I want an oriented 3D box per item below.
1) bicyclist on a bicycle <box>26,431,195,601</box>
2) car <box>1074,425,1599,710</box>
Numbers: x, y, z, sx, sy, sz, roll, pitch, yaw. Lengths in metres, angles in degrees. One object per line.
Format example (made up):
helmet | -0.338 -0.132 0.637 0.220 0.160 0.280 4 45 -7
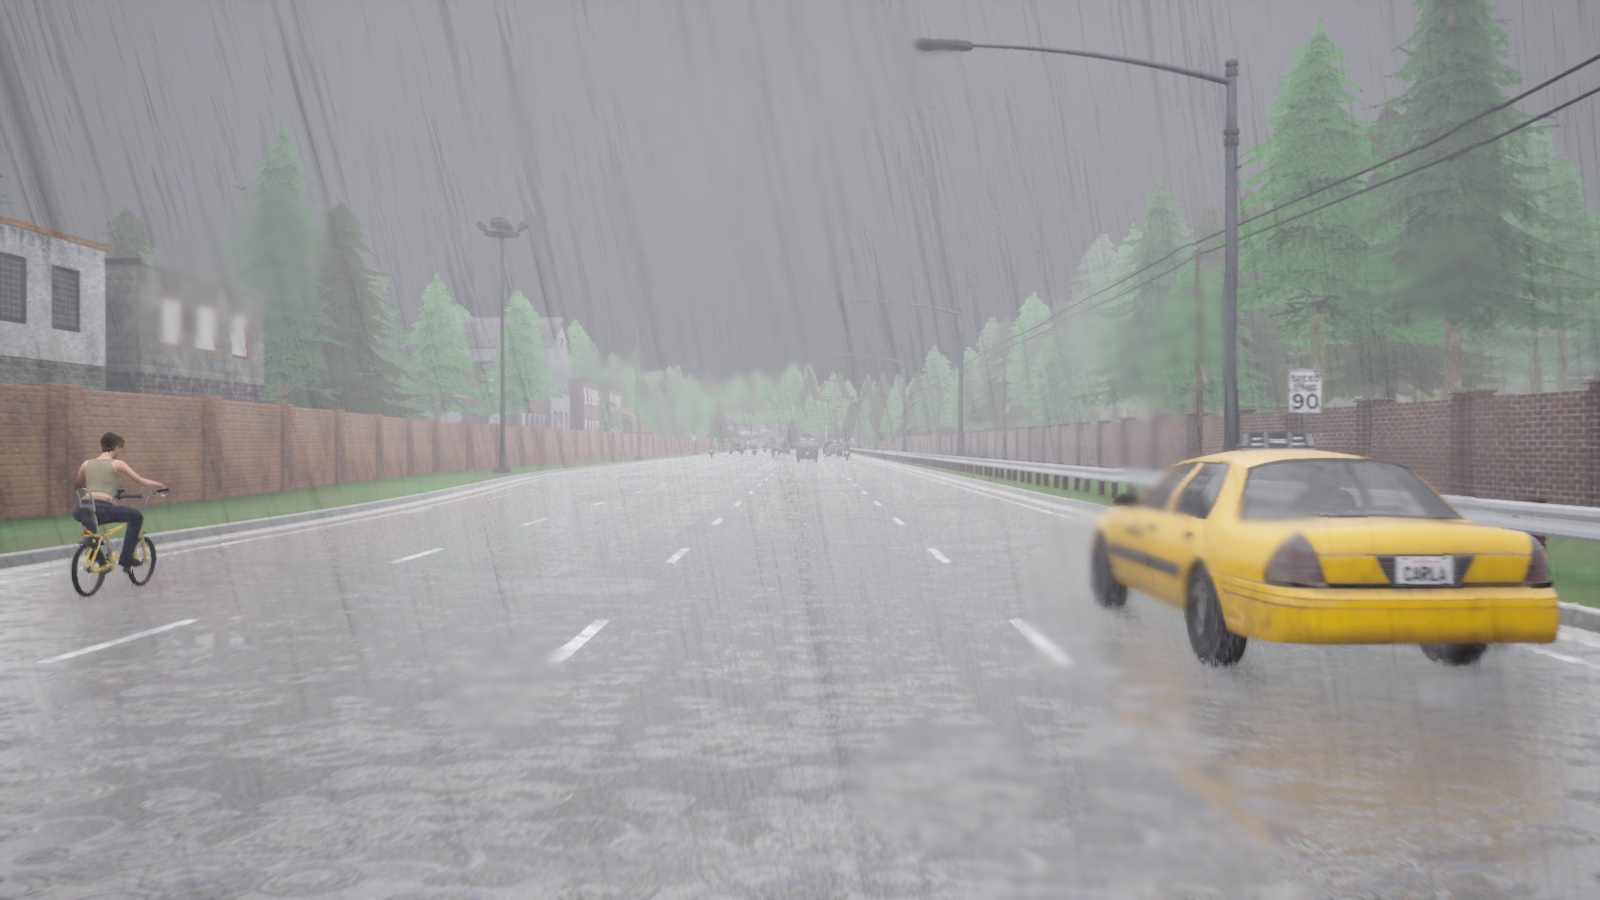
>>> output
bicyclist on a bicycle | -6.917 0.620 12.683 0.866 1.612 1.509 0 0 1
car | 3.568 0.643 9.627 1.801 1.575 5.366 0 0 0
